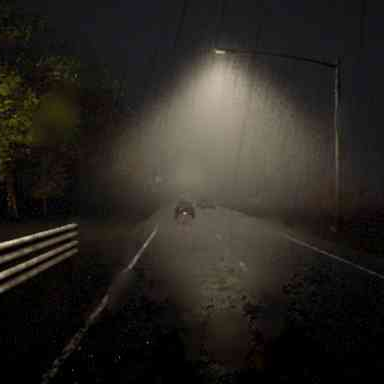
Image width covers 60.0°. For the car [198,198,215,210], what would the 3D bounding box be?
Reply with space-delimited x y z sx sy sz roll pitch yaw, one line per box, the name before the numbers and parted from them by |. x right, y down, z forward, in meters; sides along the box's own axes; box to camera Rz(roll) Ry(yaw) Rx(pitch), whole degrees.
car | 2.247 1.753 47.631 2.033 1.411 5.357 0 0 -2

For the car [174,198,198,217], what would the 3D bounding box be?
car | -0.712 1.655 32.562 1.837 1.490 4.892 0 0 -2

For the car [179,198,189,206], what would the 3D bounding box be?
car | -1.566 1.792 61.606 1.812 1.442 4.674 0 0 -2

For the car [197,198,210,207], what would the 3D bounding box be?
car | 1.940 1.795 58.049 2.033 1.411 5.357 0 0 -2
